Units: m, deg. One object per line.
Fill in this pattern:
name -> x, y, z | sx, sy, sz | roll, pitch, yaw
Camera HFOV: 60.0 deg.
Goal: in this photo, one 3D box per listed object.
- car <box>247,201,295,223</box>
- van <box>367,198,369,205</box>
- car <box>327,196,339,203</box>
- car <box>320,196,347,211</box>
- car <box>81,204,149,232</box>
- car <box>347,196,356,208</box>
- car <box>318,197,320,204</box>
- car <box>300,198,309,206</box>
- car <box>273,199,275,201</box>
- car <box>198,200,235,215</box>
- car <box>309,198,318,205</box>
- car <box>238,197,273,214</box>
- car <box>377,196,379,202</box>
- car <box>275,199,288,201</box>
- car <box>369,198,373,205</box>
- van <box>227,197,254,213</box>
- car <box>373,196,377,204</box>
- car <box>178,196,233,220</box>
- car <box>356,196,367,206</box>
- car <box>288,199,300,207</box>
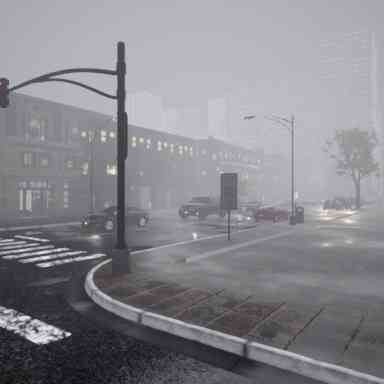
car -> 6.531, 1.669, 27.047 | 1.887, 1.381, 4.507 | 0, 0, 35
van -> 31.940, 1.699, 63.222 | 1.690, 1.788, 3.998 | 0, -1, 35
car -> 34.633, 1.893, 81.599 | 1.967, 1.590, 4.097 | 0, -1, 35
car -> 19.214, 1.676, 45.149 | 1.967, 1.590, 4.097 | 0, -1, 35
car -> -4.763, 1.577, 21.188 | 1.837, 1.490, 4.892 | 0, 0, 34
car -> 22.395, 1.581, 49.668 | 2.192, 1.841, 5.009 | 0, -1, 35
car -> 28.270, 1.827, 72.563 | 1.967, 1.590, 4.097 | 0, -1, 35
car -> 18.725, 1.845, 59.009 | 2.008, 1.369, 4.403 | 0, -1, 35
car -> 9.180, 1.755, 45.454 | 2.008, 1.369, 4.403 | 0, 0, 35
car -> 2.719, 1.673, 36.279 | 1.752, 1.417, 4.829 | 0, 0, 35
car -> 21.907, 1.875, 63.527 | 2.008, 1.369, 4.403 | 0, -1, 35
car -> 7.036, 1.659, 37.881 | 2.128, 1.511, 4.902 | 0, 0, 35
car -> 41.485, 2.036, 76.774 | 1.802, 1.307, 4.206 | 0, -1, 35
car -> 12.264, 1.758, 49.833 | 1.752, 1.417, 4.829 | 0, -1, 35
car -> 35.122, 1.971, 67.737 | 1.802, 1.307, 4.206 | 0, -1, 35
van -> 5.998, 1.517, 40.937 | 1.690, 1.788, 3.998 | 0, 0, 35
car -> 38.402, 1.947, 72.396 | 1.752, 1.417, 4.829 | 0, -1, 35
car -> 1.124, 1.340, 29.507 | 2.150, 2.045, 5.566 | 0, 0, 35
car -> 28.759, 1.642, 58.704 | 2.192, 1.841, 5.009 | 0, -1, 35
car -> 15.543, 1.815, 54.491 | 2.008, 1.369, 4.403 | 0, -1, 35
